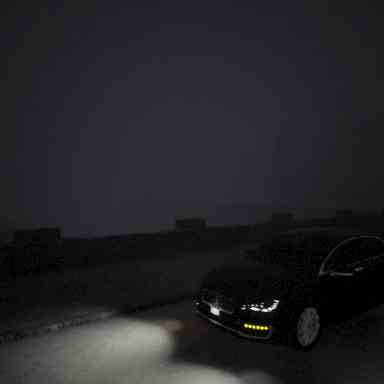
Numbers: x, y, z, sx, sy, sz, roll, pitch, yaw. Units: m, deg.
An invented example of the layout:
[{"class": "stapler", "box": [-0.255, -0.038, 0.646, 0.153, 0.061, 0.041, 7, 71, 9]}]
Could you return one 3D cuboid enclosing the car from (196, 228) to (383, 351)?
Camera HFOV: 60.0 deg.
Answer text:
[{"class": "car", "box": [2.316, 1.488, 6.254, 4.892, 1.490, 1.837, 0, 0, -35]}]
